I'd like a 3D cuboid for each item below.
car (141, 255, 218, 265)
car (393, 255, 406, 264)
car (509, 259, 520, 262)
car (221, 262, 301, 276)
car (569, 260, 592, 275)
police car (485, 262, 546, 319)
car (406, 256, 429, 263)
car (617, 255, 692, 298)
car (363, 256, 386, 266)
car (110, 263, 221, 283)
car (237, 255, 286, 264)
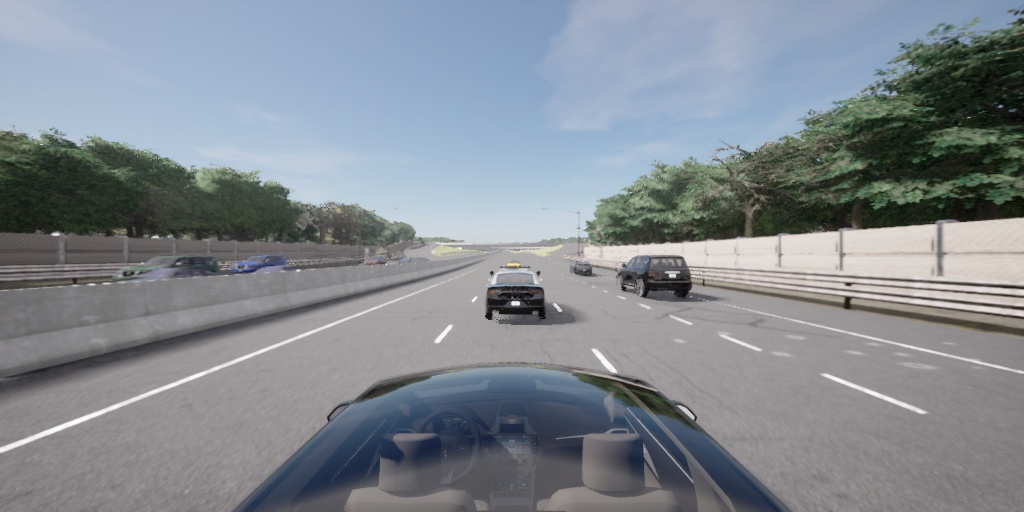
[{"bbox_3d":[-21.053,0.967,22.338,2.150,2.045,5.566,0,0,0],"label":"car"},{"bbox_3d":[-17.199,0.970,58.941,2.033,1.411,5.357,0,1,1],"label":"car"},{"bbox_3d":[0.291,1.107,44.775,1.801,1.575,5.366,0,1,0],"label":"car"},{"bbox_3d":[-14.059,1.294,21.410,2.033,1.411,5.357,0,0,0],"label":"car"},{"bbox_3d":[7.237,1.204,38.073,2.128,1.511,4.902,0,0,0],"label":"car"},{"bbox_3d":[0.115,1.174,13.016,1.930,1.638,5.238,0,0,0],"label":"police car"},{"bbox_3d":[-13.762,0.875,53.653,2.097,1.767,4.553,0,1,1],"label":"car"},{"bbox_3d":[7.143,0.971,18.566,2.150,2.045,5.566,0,0,1],"label":"car"},{"bbox_3d":[-20.751,0.864,54.290,2.097,1.767,4.553,0,1,1],"label":"car"},{"bbox_3d":[-17.569,1.295,18.646,2.033,1.411,5.357,0,0,0],"label":"car"},{"bbox_3d":[-24.475,0.948,35.087,2.150,2.045,5.566,0,0,1],"label":"car"}]
